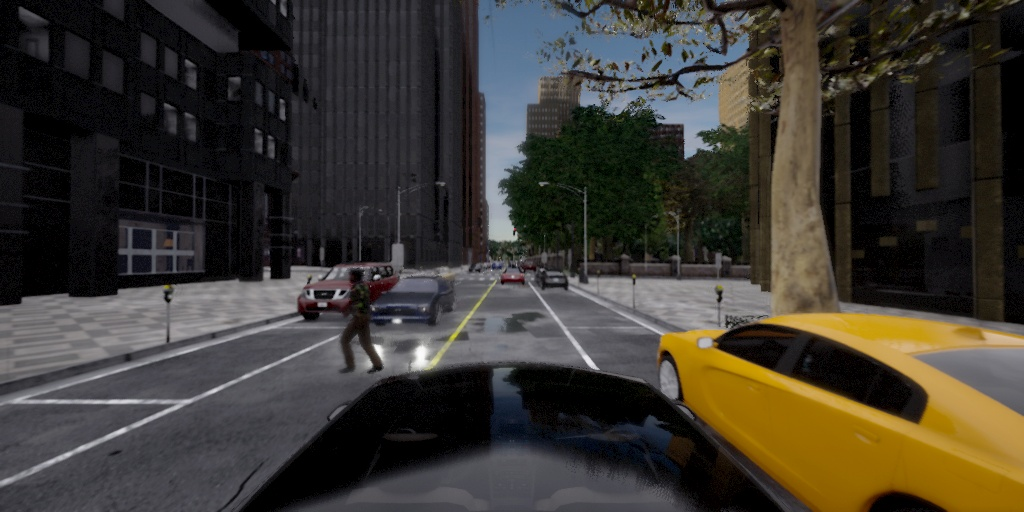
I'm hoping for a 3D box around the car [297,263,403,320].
[{"bbox_3d":[-5.763,1.187,13.398,2.192,1.841,5.009,0,0,0],"label":"car"}]

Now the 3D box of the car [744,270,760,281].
[{"bbox_3d":[31.508,2.439,44.835,4.181,1.385,1.994,1,-1,0],"label":"car"}]

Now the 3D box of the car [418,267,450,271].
[{"bbox_3d":[-5.764,1.539,24.423,2.007,1.370,4.403,0,0,0],"label":"car"}]

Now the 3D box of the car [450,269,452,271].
[{"bbox_3d":[-5.765,1.572,29.765,1.751,1.417,4.829,0,0,0],"label":"car"}]

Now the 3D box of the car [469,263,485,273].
[{"bbox_3d":[-5.767,1.905,56.598,1.948,1.339,4.313,0,0,0],"label":"car"}]

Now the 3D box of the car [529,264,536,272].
[{"bbox_3d":[2.760,1.597,29.945,2.007,1.370,4.403,0,0,0],"label":"car"}]

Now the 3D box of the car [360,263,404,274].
[{"bbox_3d":[-16.177,1.531,44.692,4.718,1.301,1.895,1,-1,-1],"label":"car"}]

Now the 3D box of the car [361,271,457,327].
[{"bbox_3d":[-3.102,1.408,12.367,2.033,1.411,5.357,0,-1,0],"label":"car"}]

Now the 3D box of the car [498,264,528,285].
[{"bbox_3d":[0.078,1.610,29.946,1.994,1.385,4.181,0,-1,0],"label":"car"}]

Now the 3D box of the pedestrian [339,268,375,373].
[{"bbox_3d":[-2.672,1.090,6.177,0.375,1.860,0.375,0,-1,0],"label":"pedestrian"}]

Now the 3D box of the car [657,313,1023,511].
[{"bbox_3d":[3.000,1.243,3.172,1.882,1.535,5.008,0,-1,0],"label":"car"}]

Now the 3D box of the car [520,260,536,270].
[{"bbox_3d":[2.758,1.654,56.608,2.192,1.841,5.009,0,0,0],"label":"car"}]

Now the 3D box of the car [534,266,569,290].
[{"bbox_3d":[2.761,1.554,24.432,1.948,1.339,4.313,0,0,0],"label":"car"}]
